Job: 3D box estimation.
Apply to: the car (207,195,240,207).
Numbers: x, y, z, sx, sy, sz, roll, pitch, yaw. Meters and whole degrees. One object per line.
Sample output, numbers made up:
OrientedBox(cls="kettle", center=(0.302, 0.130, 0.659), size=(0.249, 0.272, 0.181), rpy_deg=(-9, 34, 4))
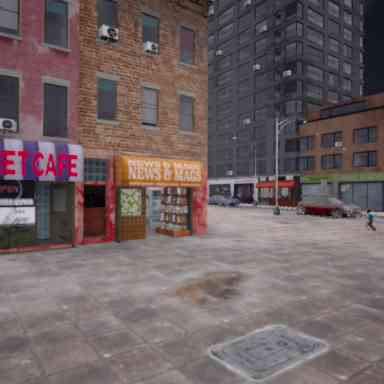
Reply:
OrientedBox(cls="car", center=(3.350, 1.035, 39.712), size=(2.033, 1.411, 5.357), rpy_deg=(1, 1, -35))

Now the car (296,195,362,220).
OrientedBox(cls="car", center=(10.212, 1.078, 24.914), size=(2.097, 1.767, 4.553), rpy_deg=(1, 1, -35))

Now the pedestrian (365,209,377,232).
OrientedBox(cls="pedestrian", center=(8.682, 1.393, 16.184), size=(0.500, 1.100, 0.500), rpy_deg=(1, 0, -36))
